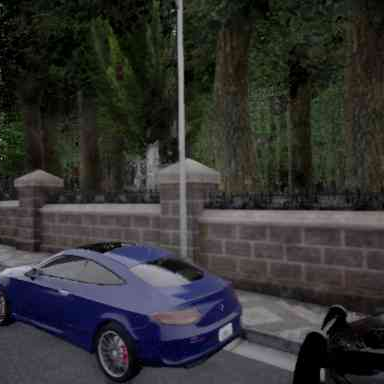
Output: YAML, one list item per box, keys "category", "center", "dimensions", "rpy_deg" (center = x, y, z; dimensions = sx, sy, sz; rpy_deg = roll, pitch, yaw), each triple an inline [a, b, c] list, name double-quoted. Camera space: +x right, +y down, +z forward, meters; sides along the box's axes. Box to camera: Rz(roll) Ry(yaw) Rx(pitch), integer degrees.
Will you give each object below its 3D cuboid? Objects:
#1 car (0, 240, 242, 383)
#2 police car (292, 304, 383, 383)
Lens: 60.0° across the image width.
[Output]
- category: "car"
  center: [-1.463, 1.539, 5.407]
  dimensions: [4.674, 1.442, 1.812]
  rpy_deg: [0, 0, 36]
- category: "police car"
  center: [3.325, 1.435, 1.975]
  dimensions: [5.238, 1.638, 1.930]
  rpy_deg: [0, 0, 36]
